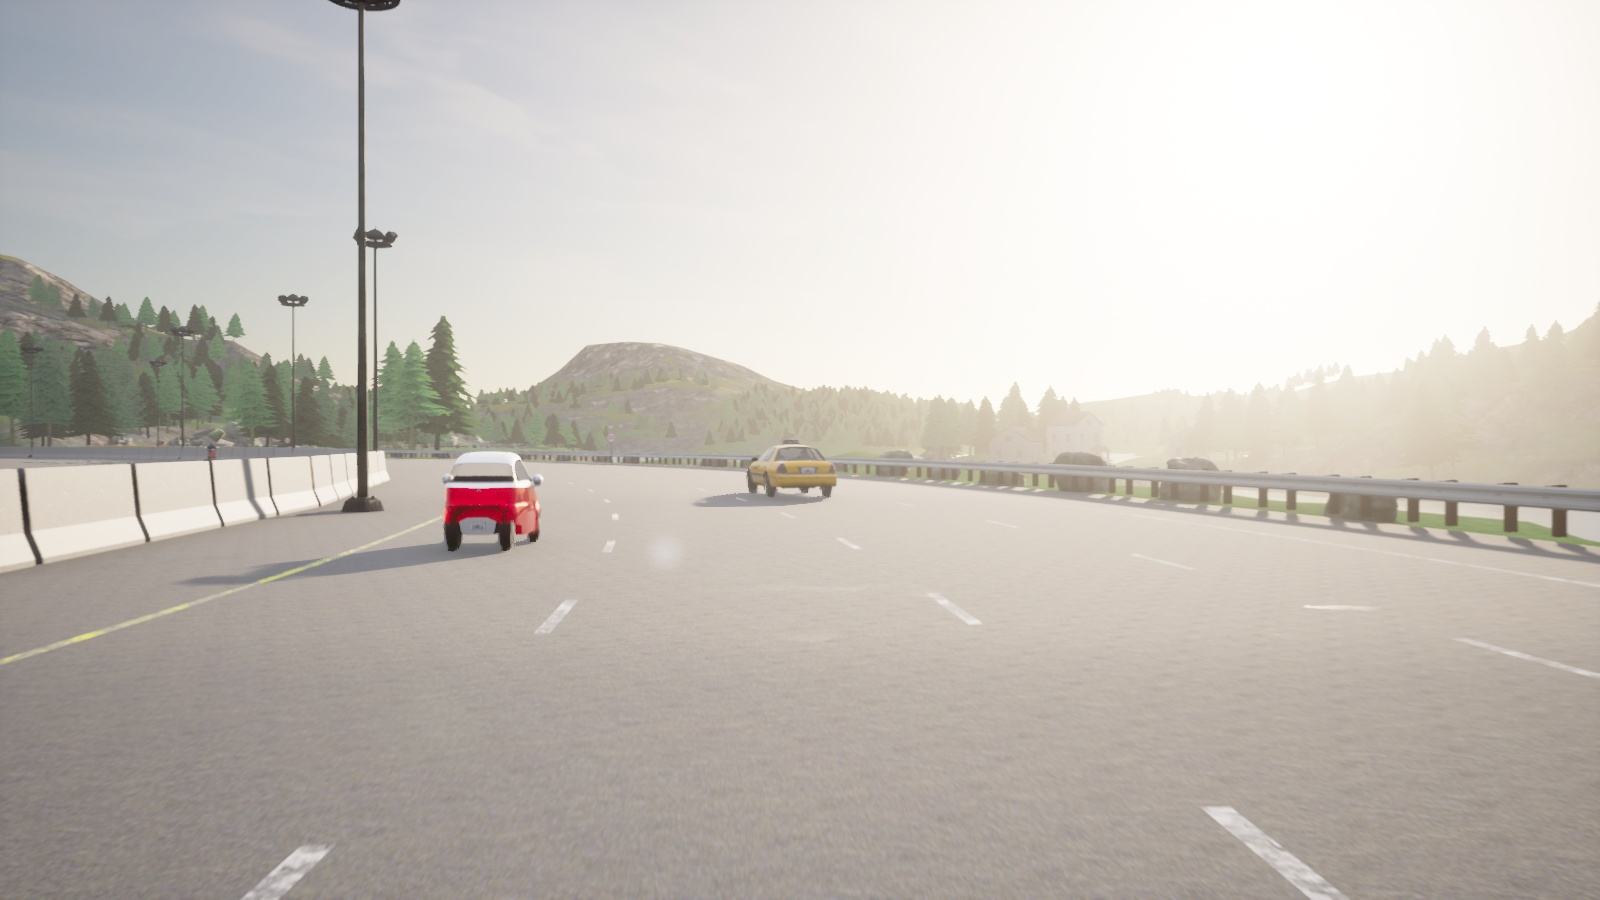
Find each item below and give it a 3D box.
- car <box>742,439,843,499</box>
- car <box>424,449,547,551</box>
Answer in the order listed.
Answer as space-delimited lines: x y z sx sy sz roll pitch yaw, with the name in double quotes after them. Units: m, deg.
-0.309 0.484 35.684 1.801 1.575 5.366 0 0 -12 "car"
-4.575 0.695 18.500 1.481 1.376 2.207 0 1 -7 "car"
